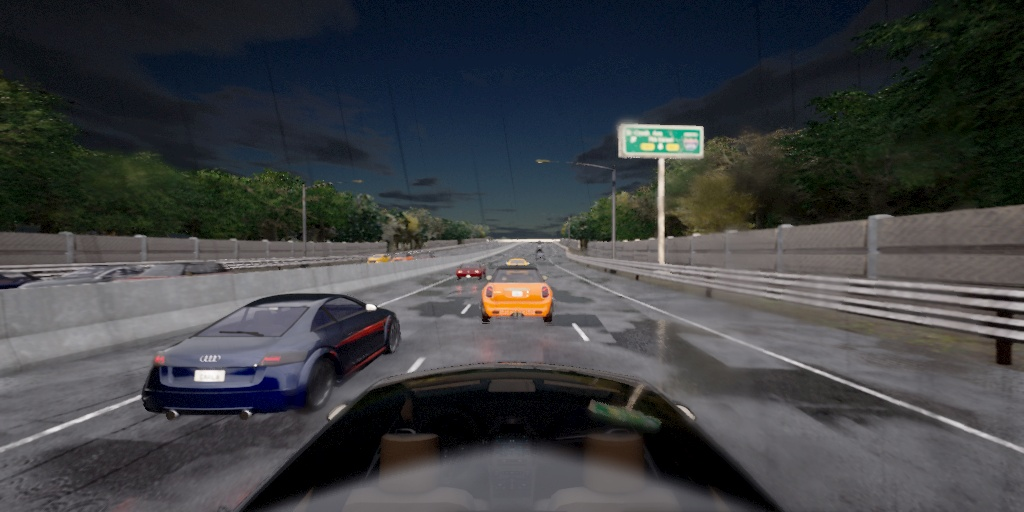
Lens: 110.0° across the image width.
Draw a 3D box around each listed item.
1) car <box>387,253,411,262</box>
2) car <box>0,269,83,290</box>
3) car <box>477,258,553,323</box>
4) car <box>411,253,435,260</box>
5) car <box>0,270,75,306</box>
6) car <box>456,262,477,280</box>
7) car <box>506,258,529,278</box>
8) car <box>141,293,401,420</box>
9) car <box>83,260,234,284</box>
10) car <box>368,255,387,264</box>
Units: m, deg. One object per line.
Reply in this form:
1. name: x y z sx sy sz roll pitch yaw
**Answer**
1. car: -16.394 0.409 53.829 2.097 1.767 4.553 0 1 3
2. car: -17.502 1.174 15.429 2.128 1.511 4.902 0 1 1
3. car: 0.164 1.065 12.181 2.097 1.767 4.553 0 0 0
4. car: -12.898 0.412 53.640 2.097 1.767 4.553 0 1 3
5. car: -21.021 1.292 14.111 1.895 1.301 4.718 0 0 1
6. car: -3.084 1.140 28.109 1.895 1.301 4.718 0 1 1
7. car: 0.492 0.971 31.066 1.882 1.535 5.008 0 1 1
8. car: -3.378 1.304 6.022 1.994 1.385 4.181 0 0 0
9. car: -14.005 1.040 14.957 2.097 1.767 4.553 0 0 1
10. car: -19.892 0.534 53.879 1.882 1.535 5.008 0 1 3
